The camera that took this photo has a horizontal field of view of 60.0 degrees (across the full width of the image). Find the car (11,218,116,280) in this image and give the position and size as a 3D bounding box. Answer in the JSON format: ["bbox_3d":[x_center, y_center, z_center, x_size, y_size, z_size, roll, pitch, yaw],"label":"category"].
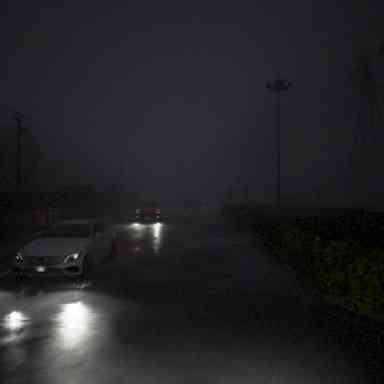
[{"bbox_3d":[-3.602,1.571,10.239,1.812,1.442,4.674,0,0,0],"label":"car"}]

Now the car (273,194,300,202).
[{"bbox_3d":[17.762,1.479,61.334,5.566,2.045,2.150,0,0,0],"label":"car"}]

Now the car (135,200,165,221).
[{"bbox_3d":[-3.515,1.527,28.406,2.097,1.767,4.553,0,0,0],"label":"car"}]

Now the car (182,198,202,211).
[{"bbox_3d":[0.075,1.539,43.609,2.097,1.767,4.553,0,0,0],"label":"car"}]
